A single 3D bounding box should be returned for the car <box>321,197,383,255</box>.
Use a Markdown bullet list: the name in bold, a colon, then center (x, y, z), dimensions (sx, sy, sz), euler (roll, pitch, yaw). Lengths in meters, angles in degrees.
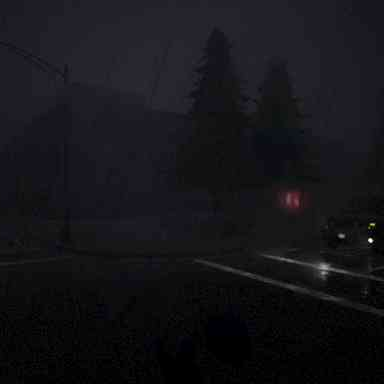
- **car**: center (7.665, 1.248, 13.763), dimensions (5.566, 2.045, 2.150), euler (0, 0, -37)
